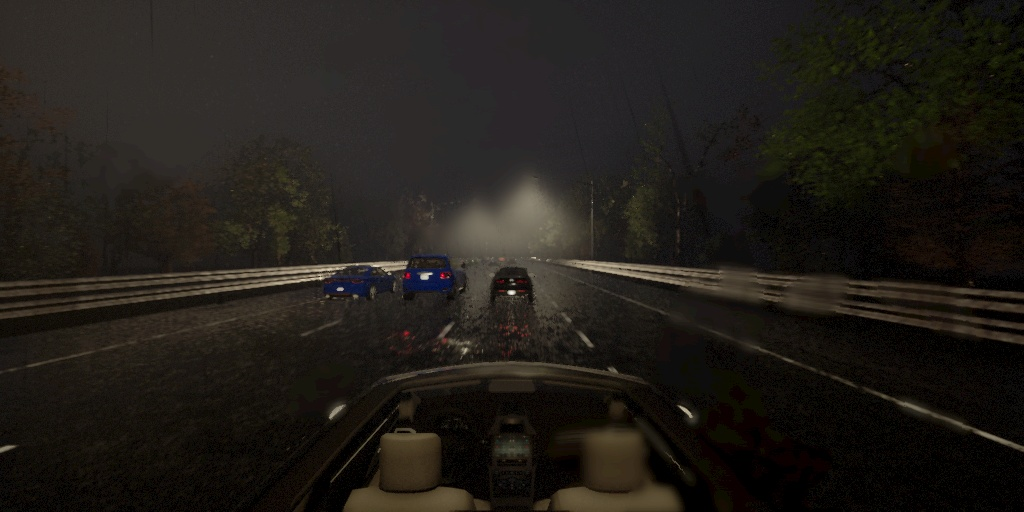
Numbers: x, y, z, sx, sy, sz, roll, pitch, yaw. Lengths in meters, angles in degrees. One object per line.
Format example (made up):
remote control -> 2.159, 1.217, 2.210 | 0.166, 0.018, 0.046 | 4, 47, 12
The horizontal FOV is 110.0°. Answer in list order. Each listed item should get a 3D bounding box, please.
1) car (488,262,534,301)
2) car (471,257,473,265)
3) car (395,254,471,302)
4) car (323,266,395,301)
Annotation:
car -> -0.013, 1.227, 16.968 | 1.837, 1.490, 4.892 | 0, 0, 0
car -> -7.016, 1.191, 48.766 | 2.128, 1.511, 4.902 | 0, 0, 0
car -> -3.508, 0.947, 17.086 | 2.150, 2.045, 5.566 | 0, 0, 0
car -> -7.007, 1.209, 17.108 | 1.882, 1.535, 5.008 | 0, 0, 0
